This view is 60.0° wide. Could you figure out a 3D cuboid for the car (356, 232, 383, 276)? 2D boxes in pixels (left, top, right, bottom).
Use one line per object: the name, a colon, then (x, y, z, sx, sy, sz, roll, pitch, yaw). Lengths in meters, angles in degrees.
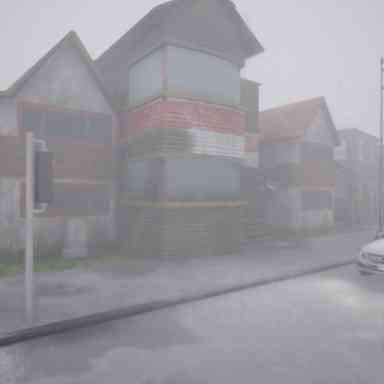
car: (6.534, 1.590, 9.423, 4.674, 1.442, 1.812, 1, 0, -36)
